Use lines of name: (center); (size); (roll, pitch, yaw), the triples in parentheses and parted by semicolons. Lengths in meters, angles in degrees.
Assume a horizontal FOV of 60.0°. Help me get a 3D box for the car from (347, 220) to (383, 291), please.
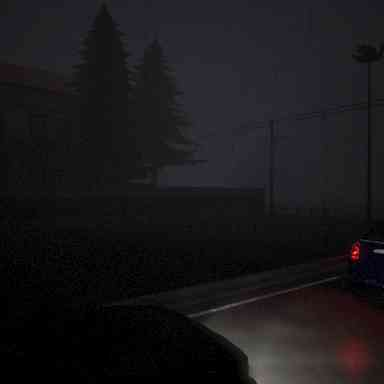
car: (5.706, 1.352, 7.825); (4.553, 1.767, 2.097); (0, 0, -35)

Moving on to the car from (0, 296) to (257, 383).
car: (-1.993, 1.547, 2.305); (5.357, 1.411, 2.033); (0, 0, -36)
